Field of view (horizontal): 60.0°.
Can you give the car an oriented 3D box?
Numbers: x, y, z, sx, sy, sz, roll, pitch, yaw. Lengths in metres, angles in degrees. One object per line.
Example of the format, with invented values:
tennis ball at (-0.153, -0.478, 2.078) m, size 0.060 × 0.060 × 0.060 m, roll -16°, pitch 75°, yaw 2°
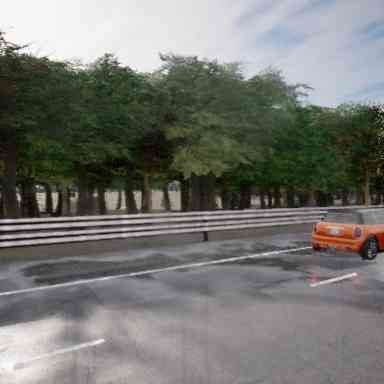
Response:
car at (6.706, 1.413, 12.831) m, size 4.553 × 1.767 × 2.097 m, roll 0°, pitch 0°, yaw -36°
